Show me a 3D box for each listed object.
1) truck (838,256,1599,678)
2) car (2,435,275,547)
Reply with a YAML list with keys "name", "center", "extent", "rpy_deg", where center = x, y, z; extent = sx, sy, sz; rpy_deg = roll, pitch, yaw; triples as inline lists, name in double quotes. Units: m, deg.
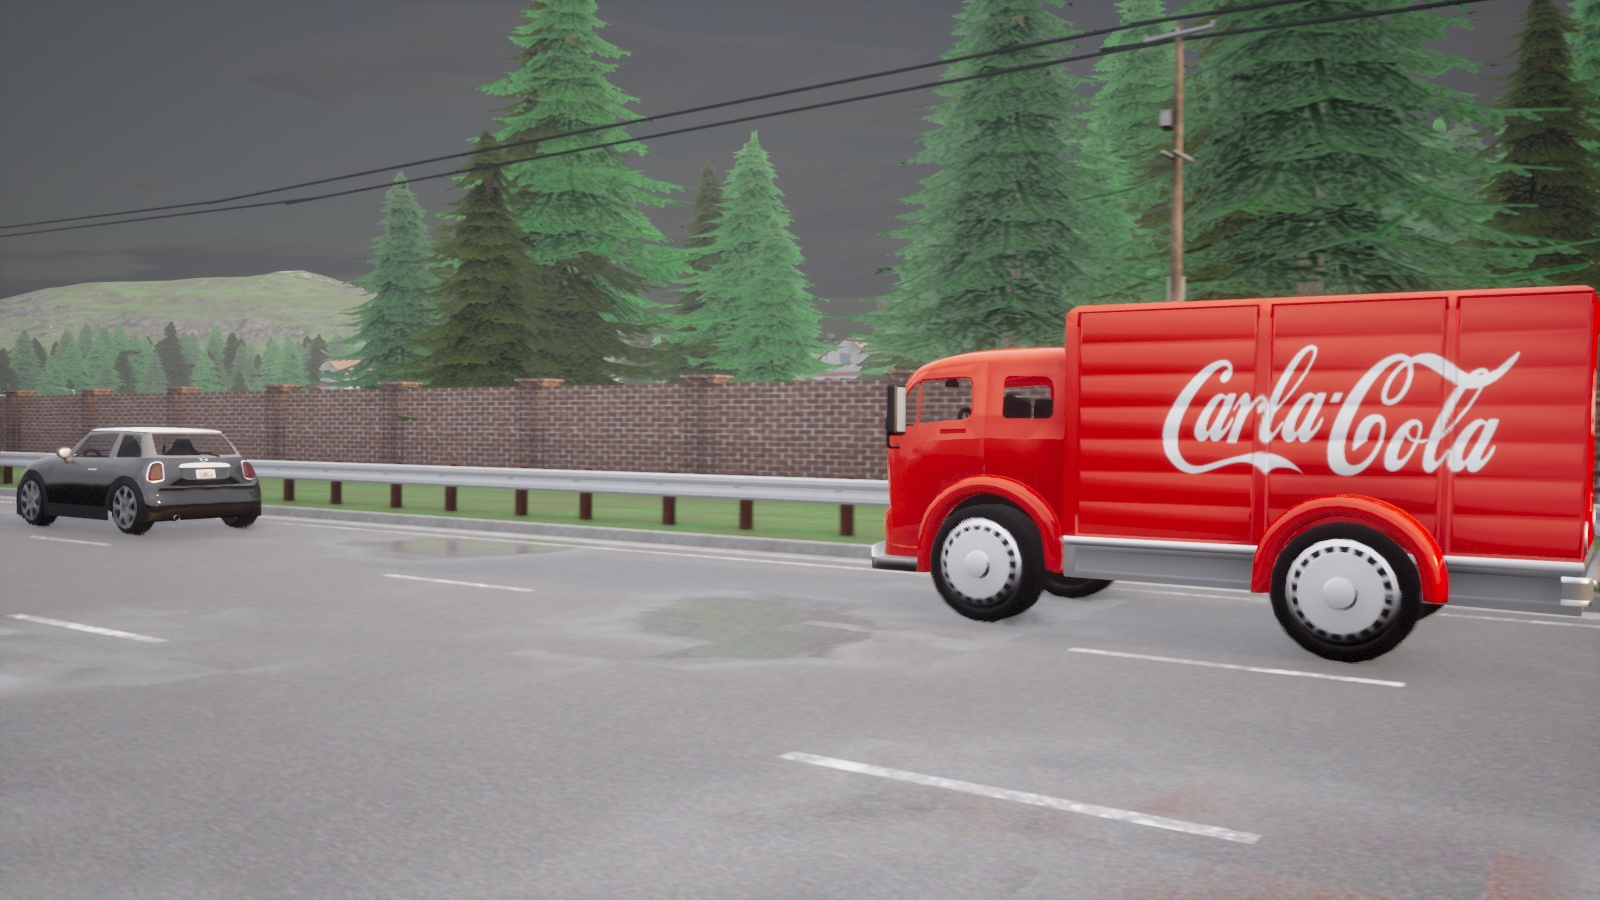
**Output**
- name: "truck"
  center: [3.218, 0.081, 9.879]
  extent: [5.204, 2.467, 2.627]
  rpy_deg: [0, 1, 34]
- name: "car"
  center: [-9.784, 0.533, 18.525]
  extent: [3.806, 1.475, 1.970]
  rpy_deg: [0, 1, 34]
